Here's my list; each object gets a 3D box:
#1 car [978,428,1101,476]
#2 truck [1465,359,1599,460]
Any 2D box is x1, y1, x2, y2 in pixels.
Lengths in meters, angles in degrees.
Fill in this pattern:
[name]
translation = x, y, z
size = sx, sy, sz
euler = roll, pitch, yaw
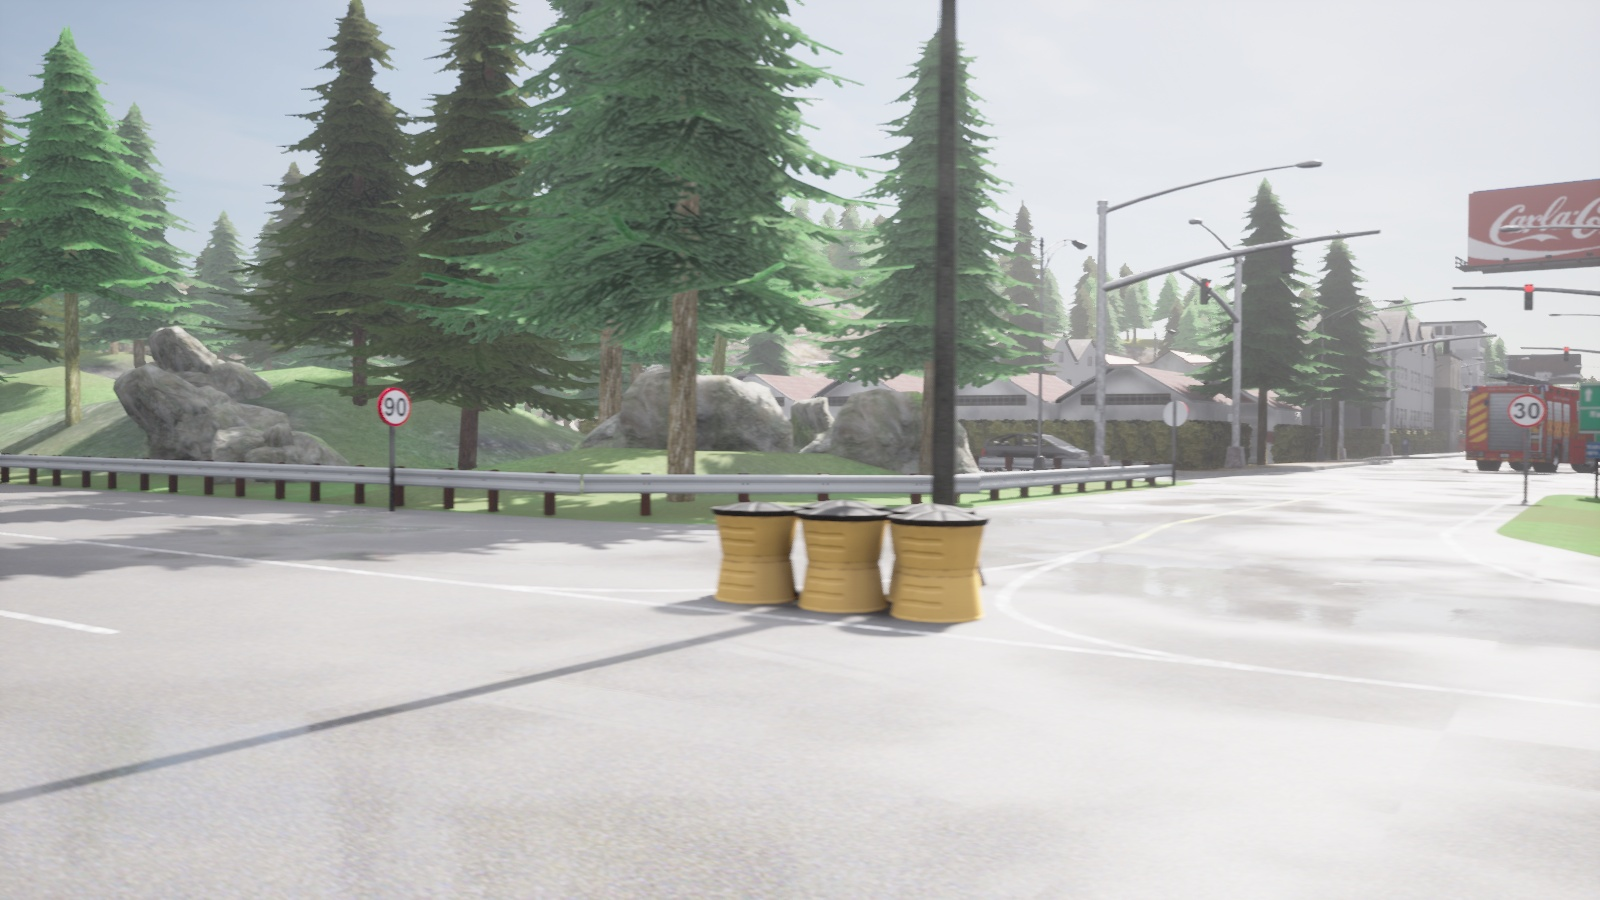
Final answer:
[car]
translation = 8.144, 0.047, 42.823
size = 3.705, 1.549, 1.789
euler = 0, 1, 34
[truck]
translation = 30.326, -1.552, 51.662
size = 2.891, 3.827, 8.468
euler = 1, 1, 45
